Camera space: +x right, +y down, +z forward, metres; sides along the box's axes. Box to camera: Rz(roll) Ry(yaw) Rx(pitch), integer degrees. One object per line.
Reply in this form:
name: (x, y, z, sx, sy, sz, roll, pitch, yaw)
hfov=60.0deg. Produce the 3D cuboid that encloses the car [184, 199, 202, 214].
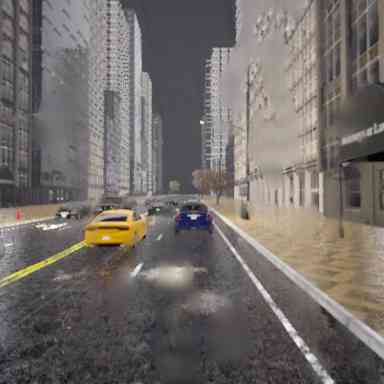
car: (0.085, 1.563, 38.075, 1.882, 1.535, 5.008, 0, 0, 0)

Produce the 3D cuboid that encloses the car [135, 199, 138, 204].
car: (-9.807, 1.631, 52.402, 2.128, 1.511, 4.902, 0, 0, 0)

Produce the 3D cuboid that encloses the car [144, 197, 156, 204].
car: (-6.551, 1.627, 53.593, 2.128, 1.511, 4.902, 0, 0, 0)

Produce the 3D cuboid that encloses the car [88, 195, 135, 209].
car: (-6.611, 1.300, 28.049, 2.150, 2.045, 5.566, 0, 0, 0)

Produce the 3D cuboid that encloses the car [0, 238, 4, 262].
car: (-6.617, 1.626, 8.332, 1.812, 1.442, 4.674, -1, -1, 0)

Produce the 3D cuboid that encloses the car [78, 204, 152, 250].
car: (-3.170, 1.535, 14.752, 1.882, 1.535, 5.008, -1, 0, 0)

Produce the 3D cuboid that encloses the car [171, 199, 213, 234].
car: (0.089, 1.398, 19.803, 2.097, 1.767, 4.553, 0, 0, 0)

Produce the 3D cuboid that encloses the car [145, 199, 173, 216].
car: (-3.165, 1.646, 33.063, 1.994, 1.385, 4.181, 0, 0, 0)

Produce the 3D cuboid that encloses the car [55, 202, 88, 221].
car: (-9.860, 1.577, 28.094, 2.128, 1.511, 4.902, 0, 0, 0)
